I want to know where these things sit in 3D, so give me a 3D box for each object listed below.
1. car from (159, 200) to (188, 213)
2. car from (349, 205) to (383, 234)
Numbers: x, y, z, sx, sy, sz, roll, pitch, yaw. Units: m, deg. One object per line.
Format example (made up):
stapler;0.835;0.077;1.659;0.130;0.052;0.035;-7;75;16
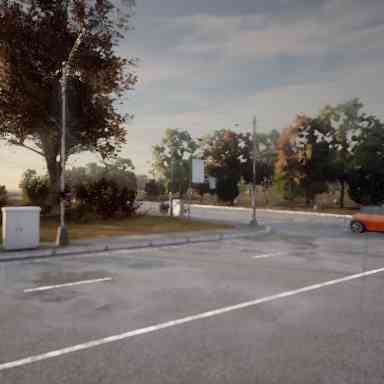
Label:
car;-2.300;1.748;39.715;1.812;1.442;4.674;1;0;-32
car;11.221;1.558;18.276;2.097;1.767;4.553;1;0;-32
